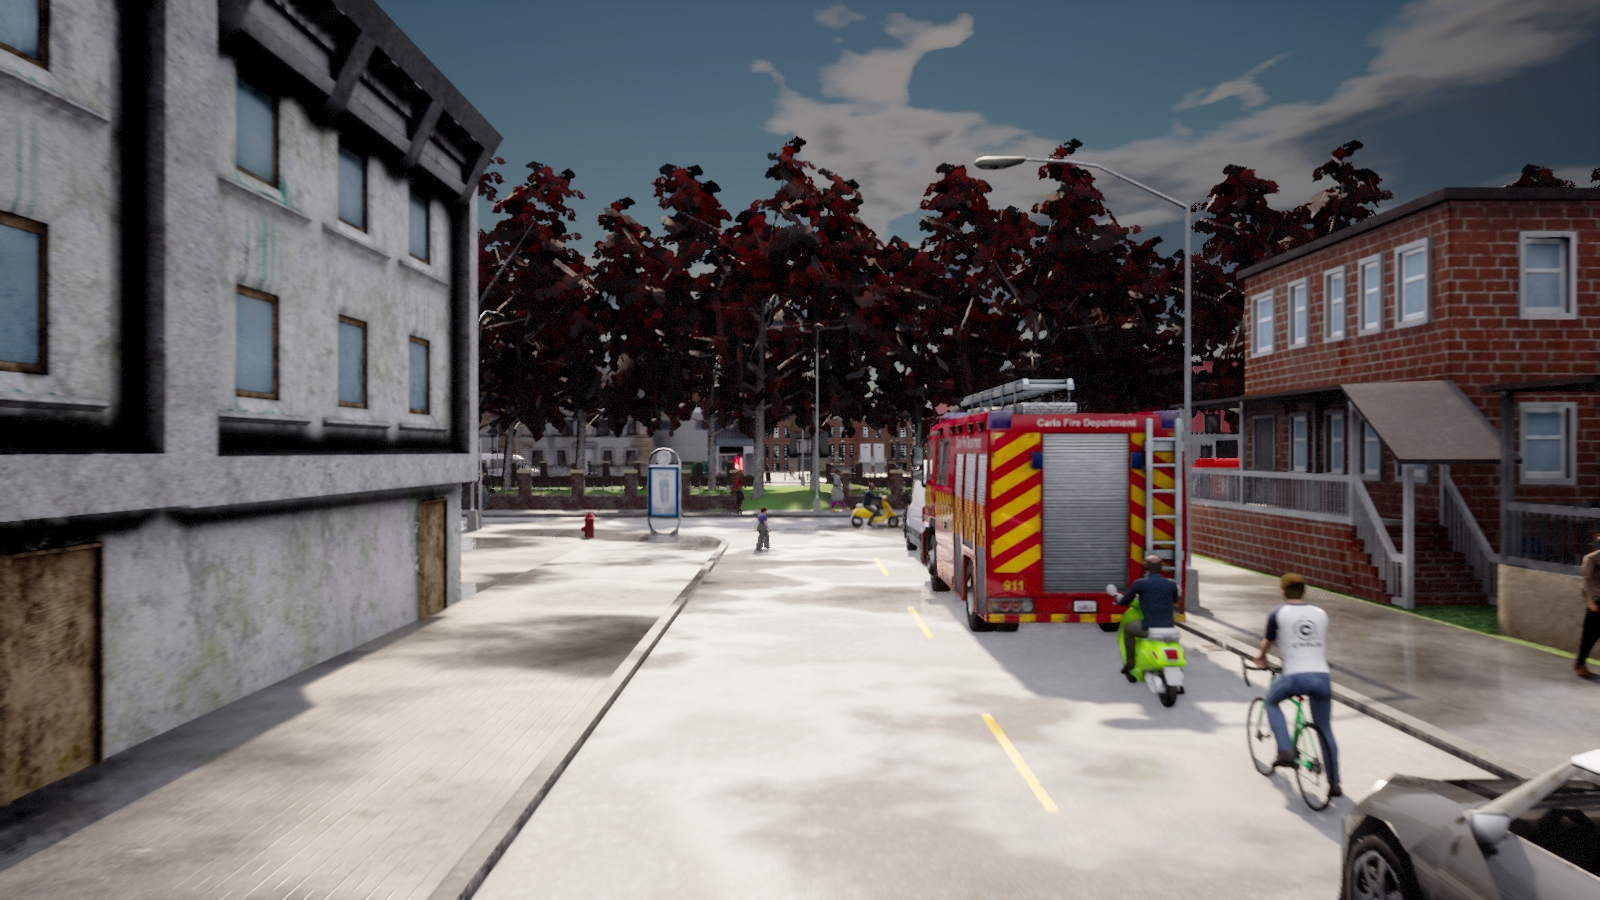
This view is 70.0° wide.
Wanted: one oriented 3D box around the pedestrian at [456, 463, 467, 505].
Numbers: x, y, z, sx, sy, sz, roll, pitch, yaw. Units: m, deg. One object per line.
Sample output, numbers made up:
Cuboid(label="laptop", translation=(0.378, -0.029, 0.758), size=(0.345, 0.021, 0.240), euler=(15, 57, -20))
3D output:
Cuboid(label="pedestrian", translation=(-15.047, 1.524, 50.738), size=(0.375, 1.860, 0.375), euler=(0, 0, 0))

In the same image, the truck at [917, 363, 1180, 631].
Cuboid(label="truck", translation=(3.989, 0.671, 20.577), size=(2.891, 3.827, 8.468), euler=(0, 0, 0))

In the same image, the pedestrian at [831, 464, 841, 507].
Cuboid(label="pedestrian", translation=(1.545, 1.523, 48.994), size=(0.375, 1.860, 0.375), euler=(0, 0, 5))

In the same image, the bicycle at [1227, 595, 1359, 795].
Cuboid(label="bicycle", translation=(3.998, 1.936, 9.378), size=(0.373, 1.296, 1.643), euler=(0, 0, 0))

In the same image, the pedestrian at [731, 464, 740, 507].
Cuboid(label="pedestrian", translation=(-2.761, 1.523, 49.115), size=(0.375, 1.860, 0.375), euler=(0, 0, -2))

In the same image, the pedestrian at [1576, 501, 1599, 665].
Cuboid(label="pedestrian", translation=(9.302, 1.524, 13.226), size=(0.375, 1.860, 0.375), euler=(0, 0, -2))

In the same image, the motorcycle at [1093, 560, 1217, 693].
Cuboid(label="motorcycle", translation=(3.998, 1.962, 13.031), size=(0.856, 1.236, 1.805), euler=(0, 0, 0))

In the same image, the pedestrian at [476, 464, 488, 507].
Cuboid(label="pedestrian", translation=(-13.860, 1.525, 49.767), size=(0.375, 1.860, 0.375), euler=(0, 0, 11))

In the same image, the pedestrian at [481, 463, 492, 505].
Cuboid(label="pedestrian", translation=(-13.921, 1.525, 50.733), size=(0.375, 1.860, 0.375), euler=(0, 0, 1))

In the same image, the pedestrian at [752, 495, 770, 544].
Cuboid(label="pedestrian", translation=(-1.074, 1.909, 31.403), size=(0.375, 1.300, 0.375), euler=(0, 0, -26))

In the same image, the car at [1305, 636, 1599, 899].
Cuboid(label="car", translation=(3.999, 1.845, 4.913), size=(1.970, 1.475, 3.806), euler=(0, 0, 0))
